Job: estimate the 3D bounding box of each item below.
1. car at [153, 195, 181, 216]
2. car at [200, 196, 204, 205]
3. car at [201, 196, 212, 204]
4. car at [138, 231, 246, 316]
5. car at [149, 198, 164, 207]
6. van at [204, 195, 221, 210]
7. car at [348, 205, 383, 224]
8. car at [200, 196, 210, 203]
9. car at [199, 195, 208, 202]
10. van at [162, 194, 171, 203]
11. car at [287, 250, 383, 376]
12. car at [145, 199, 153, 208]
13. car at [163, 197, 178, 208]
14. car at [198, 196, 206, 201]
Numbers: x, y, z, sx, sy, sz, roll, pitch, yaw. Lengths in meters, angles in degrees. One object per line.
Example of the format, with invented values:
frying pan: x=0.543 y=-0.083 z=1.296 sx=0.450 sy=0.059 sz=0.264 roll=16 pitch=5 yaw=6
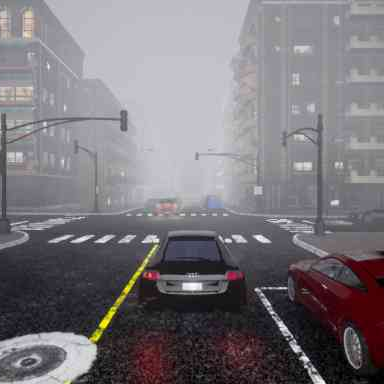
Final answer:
car: x=-2.584 y=1.376 z=33.290 sx=2.097 sy=1.767 sz=4.553 roll=0 pitch=0 yaw=-7
car: x=2.753 y=1.367 z=48.683 sx=2.192 sy=1.841 sz=5.009 roll=-1 pitch=0 yaw=0
car: x=2.724 y=1.538 z=65.245 sx=1.967 sy=1.590 sz=4.097 roll=-1 pitch=0 yaw=0
car: x=0.007 y=1.564 z=7.623 sx=1.994 sy=1.385 sz=4.181 roll=0 pitch=0 yaw=0
car: x=-5.806 y=1.631 z=54.260 sx=1.947 sy=1.339 sz=4.313 roll=-1 pitch=0 yaw=0
van: x=2.839 y=1.381 z=43.186 sx=1.690 sy=1.788 sz=3.998 roll=-1 pitch=0 yaw=0
car: x=14.623 y=1.727 z=26.199 sx=4.181 sy=1.385 sz=1.994 roll=1 pitch=0 yaw=0
car: x=2.729 y=1.662 z=70.765 sx=1.887 sy=1.381 sz=4.507 roll=-1 pitch=0 yaw=0
car: x=2.782 y=1.597 z=81.808 sx=1.967 sy=1.590 sz=4.097 roll=-1 pitch=0 yaw=0
van: x=-5.795 y=1.478 z=76.353 sx=1.690 sy=1.788 sz=3.998 roll=-1 pitch=0 yaw=0
car: x=2.796 y=1.582 z=5.284 sx=1.802 sy=1.307 sz=4.206 roll=0 pitch=0 yaw=0
car: x=-5.810 y=1.634 z=48.738 sx=1.802 sy=1.307 sz=4.206 roll=-1 pitch=0 yaw=0
car: x=-3.065 y=1.530 z=48.896 sx=1.882 sy=1.535 sz=5.008 roll=0 pitch=0 yaw=0
car: x=2.814 y=1.768 z=92.853 sx=1.947 sy=1.339 sz=4.313 roll=-1 pitch=0 yaw=0
